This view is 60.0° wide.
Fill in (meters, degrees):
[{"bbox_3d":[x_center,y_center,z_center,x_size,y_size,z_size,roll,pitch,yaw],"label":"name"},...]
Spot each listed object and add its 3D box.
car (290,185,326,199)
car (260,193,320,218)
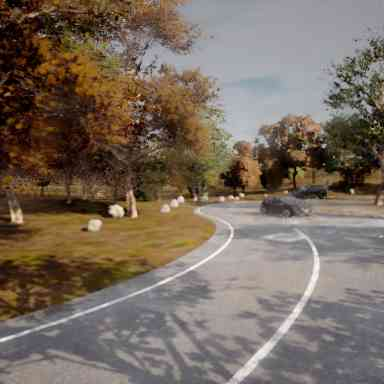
[{"bbox_3d":[17.041,0.038,49.096,5.566,2.045,2.150,-3,1,-18],"label":"car"},{"bbox_3d":[6.944,1.063,24.980,1.837,1.490,4.892,-3,2,-20],"label":"car"}]
